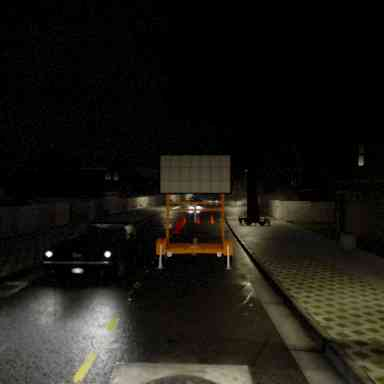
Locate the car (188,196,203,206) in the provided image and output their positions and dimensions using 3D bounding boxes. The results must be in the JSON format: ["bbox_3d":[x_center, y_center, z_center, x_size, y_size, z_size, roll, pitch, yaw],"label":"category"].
[{"bbox_3d":[0.597,1.461,52.535,2.128,1.511,4.902,0,0,8],"label":"car"}]

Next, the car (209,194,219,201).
[{"bbox_3d":[5.299,1.343,79.521,1.837,1.490,4.892,0,0,12],"label":"car"}]

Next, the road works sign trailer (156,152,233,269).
[{"bbox_3d":[0.114,0.464,11.127,2.380,3.560,2.880,0,0,2],"label":"road works sign trailer"}]

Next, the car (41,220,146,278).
[{"bbox_3d":[-2.721,1.599,10.251,1.895,1.301,4.718,0,0,1],"label":"car"}]
